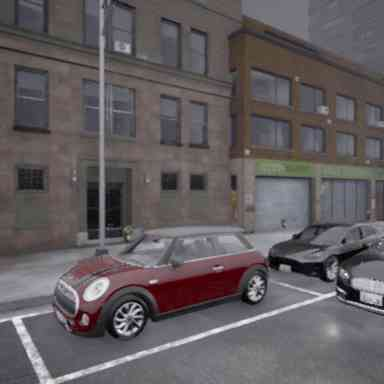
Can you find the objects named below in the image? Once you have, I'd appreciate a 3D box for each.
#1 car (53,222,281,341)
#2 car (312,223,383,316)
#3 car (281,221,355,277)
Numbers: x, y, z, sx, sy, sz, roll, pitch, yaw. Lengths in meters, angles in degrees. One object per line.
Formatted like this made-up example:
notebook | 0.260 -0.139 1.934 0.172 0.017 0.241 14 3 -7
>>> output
car | -0.463 1.440 6.437 4.097 1.590 1.967 0 0 -36
car | 4.944 1.491 6.907 4.902 1.511 2.128 0 0 -36
car | 4.150 1.565 9.730 4.313 1.339 1.947 0 0 -36
